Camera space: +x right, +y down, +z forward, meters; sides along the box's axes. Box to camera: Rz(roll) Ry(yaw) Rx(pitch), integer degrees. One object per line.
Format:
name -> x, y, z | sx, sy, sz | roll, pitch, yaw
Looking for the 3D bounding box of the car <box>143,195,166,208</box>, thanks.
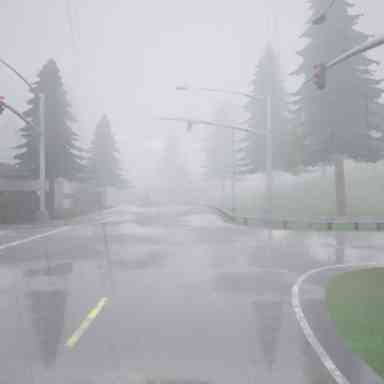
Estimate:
car -> -4.678, 1.068, 41.369 | 1.882, 1.535, 5.008 | 1, 0, -22
